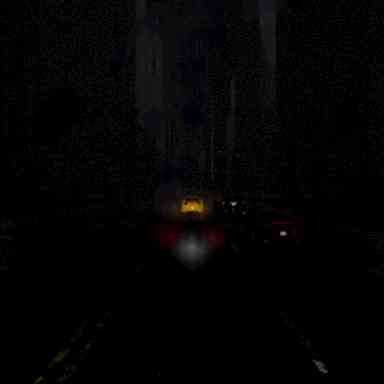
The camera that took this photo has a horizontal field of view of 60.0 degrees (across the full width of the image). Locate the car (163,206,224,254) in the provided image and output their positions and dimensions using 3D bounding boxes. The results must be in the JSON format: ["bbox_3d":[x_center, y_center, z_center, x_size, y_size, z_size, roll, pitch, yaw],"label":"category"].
[{"bbox_3d":[0.036,1.437,12.625,1.895,1.301,4.718,0,1,1],"label":"car"}]

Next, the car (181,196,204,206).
[{"bbox_3d":[0.056,1.090,29.439,1.882,1.535,5.008,0,1,1],"label":"car"}]

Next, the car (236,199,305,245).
[{"bbox_3d":[3.305,1.290,14.425,1.882,1.535,5.008,0,1,1],"label":"car"}]

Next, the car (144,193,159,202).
[{"bbox_3d":[-6.519,0.815,54.248,2.033,1.411,5.357,0,1,1],"label":"car"}]

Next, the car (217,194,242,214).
[{"bbox_3d":[3.296,0.981,28.184,2.097,1.767,4.553,0,1,1],"label":"car"}]

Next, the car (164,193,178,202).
[{"bbox_3d":[-3.285,0.890,52.685,1.895,1.301,4.718,0,1,1],"label":"car"}]
